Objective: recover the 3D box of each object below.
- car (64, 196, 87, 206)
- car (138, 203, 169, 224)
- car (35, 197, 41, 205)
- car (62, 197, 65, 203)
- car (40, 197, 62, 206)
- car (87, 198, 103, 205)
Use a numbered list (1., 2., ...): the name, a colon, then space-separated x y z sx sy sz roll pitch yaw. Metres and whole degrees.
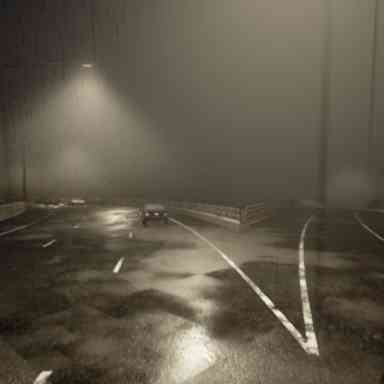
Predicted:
1. car: -20.217 1.734 57.714 1.895 1.301 4.718 0 0 -34
2. car: -2.983 1.567 24.989 2.033 1.411 5.357 0 0 -13
3. car: -28.485 1.712 63.613 1.812 1.442 4.674 0 0 -39
4. car: -25.846 1.597 65.927 1.895 1.301 4.718 0 0 -39
5. car: -24.697 1.727 58.231 1.994 1.385 4.181 0 0 -34
6. car: -17.486 1.679 59.925 1.994 1.385 4.181 0 0 -34
